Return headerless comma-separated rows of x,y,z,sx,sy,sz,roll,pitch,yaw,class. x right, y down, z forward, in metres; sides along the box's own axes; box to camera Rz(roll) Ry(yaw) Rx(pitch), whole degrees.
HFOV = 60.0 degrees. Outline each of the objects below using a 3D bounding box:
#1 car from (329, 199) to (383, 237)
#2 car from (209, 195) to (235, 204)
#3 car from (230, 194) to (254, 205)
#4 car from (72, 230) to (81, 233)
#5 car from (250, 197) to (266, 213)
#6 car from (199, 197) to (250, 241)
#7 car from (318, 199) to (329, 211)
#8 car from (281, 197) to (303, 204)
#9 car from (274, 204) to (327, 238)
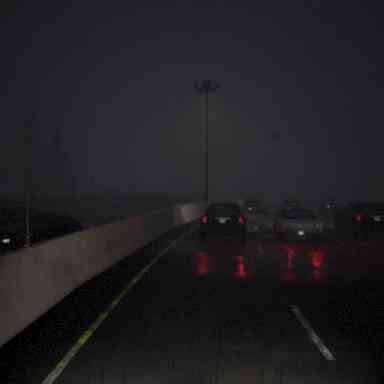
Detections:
8.939,1.256,17.409,2.097,1.767,4.553,0,0,11,car
5.081,1.227,55.544,2.033,1.411,5.357,0,0,31,car
8.216,1.183,53.893,2.128,1.511,4.902,0,0,31,car
-6.086,1.482,13.346,1.994,1.385,4.181,0,0,8,car
6.402,1.311,33.906,1.837,1.490,4.892,0,0,20,car
1.642,1.256,16.290,2.097,1.767,4.553,0,0,9,car
13.989,1.373,34.134,1.994,1.385,4.181,0,0,22,car
10.073,1.314,33.757,1.837,1.490,4.892,0,0,21,car
5.236,1.505,16.939,1.895,1.301,4.718,0,0,10,car
